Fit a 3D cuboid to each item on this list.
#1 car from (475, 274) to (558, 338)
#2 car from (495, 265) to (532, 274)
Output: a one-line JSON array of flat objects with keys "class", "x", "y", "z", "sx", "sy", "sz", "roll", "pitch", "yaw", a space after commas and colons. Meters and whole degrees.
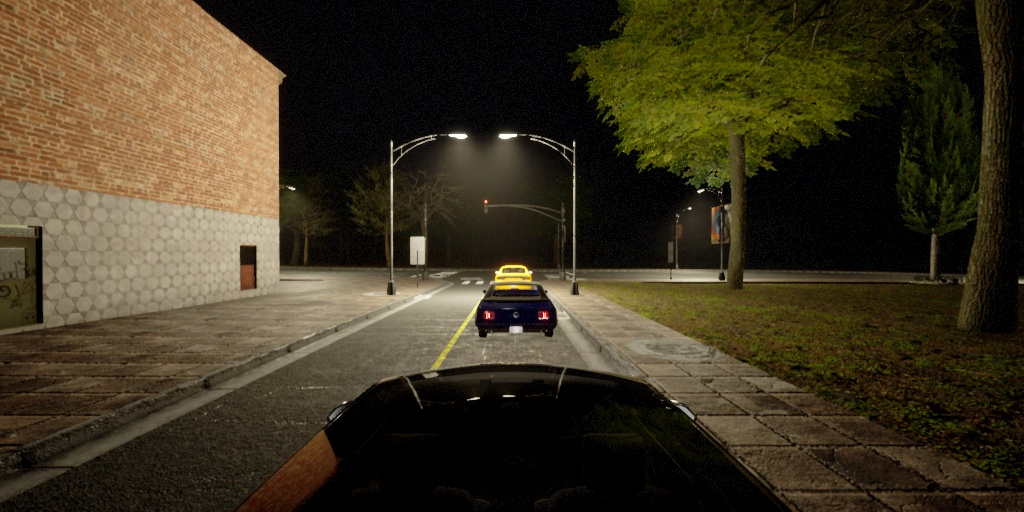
[{"class": "car", "x": 0.095, "y": 1.353, "z": 10.202, "sx": 1.895, "sy": 1.301, "sz": 4.718, "roll": 0, "pitch": 0, "yaw": 0}, {"class": "car", "x": 0.092, "y": 1.249, "z": 19.547, "sx": 1.882, "sy": 1.535, "sz": 5.008, "roll": 0, "pitch": 0, "yaw": 1}]
